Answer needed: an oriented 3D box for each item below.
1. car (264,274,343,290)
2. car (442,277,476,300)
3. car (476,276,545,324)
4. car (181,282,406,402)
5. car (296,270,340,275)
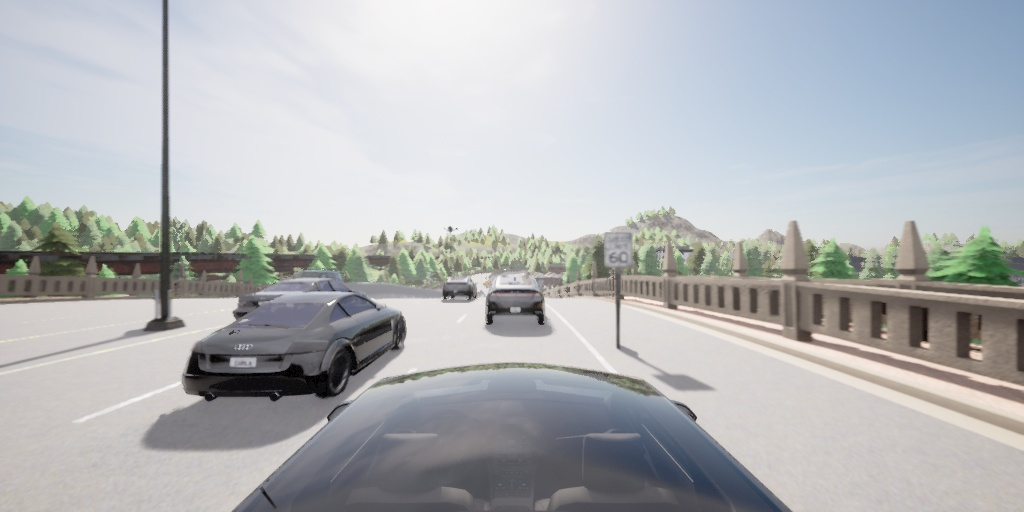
[{"bbox_3d":[-6.898,1.480,12.455,2.033,1.411,5.357,0,-2,0],"label":"car"},{"bbox_3d":[-3.396,2.155,24.008,2.128,1.511,4.902,0,-5,0],"label":"car"},{"bbox_3d":[0.102,1.435,12.715,2.128,1.511,4.902,0,-2,0],"label":"car"},{"bbox_3d":[-3.399,1.340,6.544,1.994,1.385,4.181,0,-1,0],"label":"car"},{"bbox_3d":[-14.079,2.013,25.458,2.150,2.045,5.566,0,-5,0],"label":"car"}]
